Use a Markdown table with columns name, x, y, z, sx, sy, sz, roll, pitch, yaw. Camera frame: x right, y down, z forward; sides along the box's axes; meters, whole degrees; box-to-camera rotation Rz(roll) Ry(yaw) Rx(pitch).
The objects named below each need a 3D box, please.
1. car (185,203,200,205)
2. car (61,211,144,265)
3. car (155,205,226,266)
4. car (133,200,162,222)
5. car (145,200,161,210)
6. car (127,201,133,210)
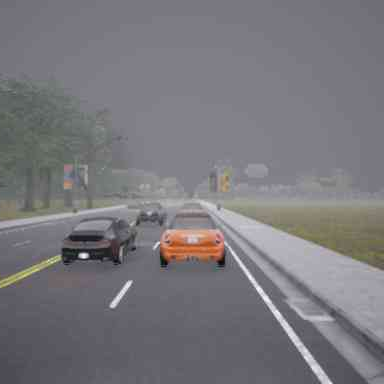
| name | x | y | z | sx | sy | sz | roll | pitch | yaw |
| --- | --- | --- | --- | --- | --- | --- | --- | --- | --- |
| car | 0.044 | 1.700 | 27.275 | 2.097 | 1.767 | 4.553 | 0 | -1 | 1 |
| car | -3.207 | 1.667 | 12.341 | 1.837 | 1.490 | 4.892 | 0 | 0 | 1 |
| car | 0.043 | 1.512 | 12.279 | 2.097 | 1.767 | 4.553 | 0 | -1 | 1 |
| car | -3.206 | 1.700 | 27.277 | 2.097 | 1.767 | 4.553 | 0 | -1 | 1 |
| car | -6.556 | 2.204 | 56.870 | 2.128 | 1.511 | 4.902 | 0 | -1 | 1 |
| car | -9.805 | 2.217 | 56.869 | 1.837 | 1.490 | 4.892 | 0 | -1 | 1 |
